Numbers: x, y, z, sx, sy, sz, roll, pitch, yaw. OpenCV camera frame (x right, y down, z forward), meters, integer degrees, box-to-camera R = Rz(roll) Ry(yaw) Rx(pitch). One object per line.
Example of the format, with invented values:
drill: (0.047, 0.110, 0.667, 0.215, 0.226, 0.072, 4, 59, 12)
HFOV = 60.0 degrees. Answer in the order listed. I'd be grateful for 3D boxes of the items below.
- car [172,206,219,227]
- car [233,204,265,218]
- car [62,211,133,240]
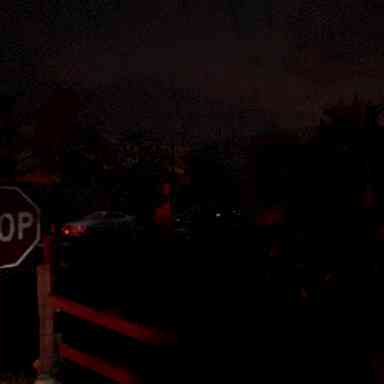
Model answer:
car: (0.358, 1.928, 26.976, 1.837, 1.490, 4.892, 0, -1, 36)
car: (6.113, 2.038, 34.830, 1.837, 1.490, 4.892, 0, -1, 37)
car: (-5.209, 1.840, 19.322, 1.812, 1.442, 4.674, 0, -1, 35)
